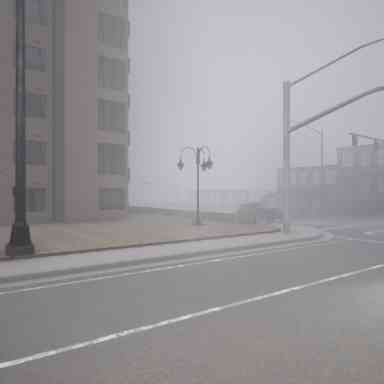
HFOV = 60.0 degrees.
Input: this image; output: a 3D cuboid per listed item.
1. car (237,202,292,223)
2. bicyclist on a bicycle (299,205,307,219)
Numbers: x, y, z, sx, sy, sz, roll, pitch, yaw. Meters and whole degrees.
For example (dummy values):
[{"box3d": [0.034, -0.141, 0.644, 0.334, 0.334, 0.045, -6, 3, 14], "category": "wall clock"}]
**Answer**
[{"box3d": [6.658, 1.921, 31.502, 2.150, 2.045, 5.566, 0, -7, -36], "category": "car"}, {"box3d": [13.534, 2.454, 40.646, 1.656, 1.620, 0.582, 0, -8, -35], "category": "bicyclist on a bicycle"}]
